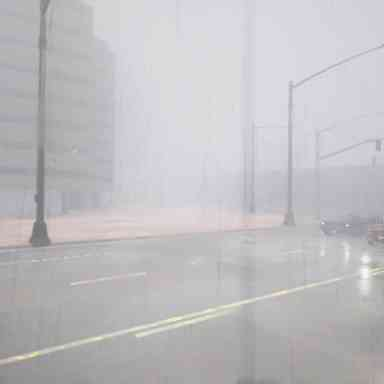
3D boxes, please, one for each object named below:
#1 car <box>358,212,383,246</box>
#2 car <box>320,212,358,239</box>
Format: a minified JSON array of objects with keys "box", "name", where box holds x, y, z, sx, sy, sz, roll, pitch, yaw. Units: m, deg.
[{"box":[10.043,1.715,15.400,5.008,1.535,1.882,1,-1,-35],"name":"car"},{"box":[9.515,1.864,19.303,4.718,1.301,1.895,1,-1,-35],"name":"car"}]
